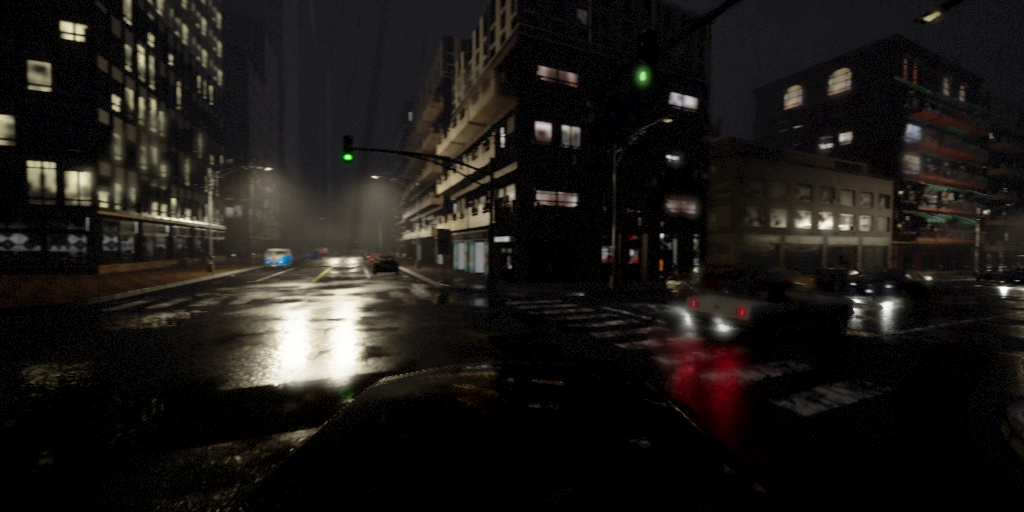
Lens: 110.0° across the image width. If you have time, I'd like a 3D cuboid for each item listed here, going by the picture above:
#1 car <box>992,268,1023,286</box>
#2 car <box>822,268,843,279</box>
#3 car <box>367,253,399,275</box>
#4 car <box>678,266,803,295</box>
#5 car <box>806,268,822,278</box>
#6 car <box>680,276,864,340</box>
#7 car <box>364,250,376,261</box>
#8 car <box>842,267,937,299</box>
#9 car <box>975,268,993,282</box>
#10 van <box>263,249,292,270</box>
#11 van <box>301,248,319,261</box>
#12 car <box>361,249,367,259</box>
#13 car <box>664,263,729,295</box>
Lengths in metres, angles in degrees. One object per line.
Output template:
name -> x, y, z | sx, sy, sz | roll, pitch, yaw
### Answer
car -> 40.232, 1.722, 28.056 | 4.181, 1.385, 1.994 | 1, 1, -24
car -> 19.319, 1.383, 21.626 | 4.313, 1.339, 1.948 | 0, 0, -24
car -> -9.439, 0.643, 26.631 | 1.948, 1.339, 4.313 | 0, 0, -24
car -> 9.131, 1.258, 14.189 | 4.674, 1.442, 1.812 | 1, 1, -24
car -> 14.125, 1.275, 19.293 | 4.829, 1.417, 1.751 | 0, 0, -24
car -> 7.218, 1.371, 9.936 | 4.718, 1.301, 1.895 | 1, 1, -24
car -> -13.416, 0.396, 35.768 | 1.888, 1.381, 4.507 | 0, 0, -24
car -> 20.672, 1.436, 19.373 | 5.357, 1.411, 2.033 | 1, 1, -24
car -> 44.513, 1.742, 32.940 | 4.207, 1.307, 1.802 | 0, 0, -24
van -> -21.100, 0.244, 32.423 | 1.690, 1.789, 3.998 | 0, 0, -24
van -> -30.124, -0.267, 53.156 | 1.690, 1.789, 3.998 | 0, 0, -24
car -> -20.184, 0.018, 51.317 | 2.007, 1.370, 4.403 | 0, 0, -24
car -> 9.241, 1.121, 17.100 | 4.097, 1.591, 1.967 | 0, 0, -24
